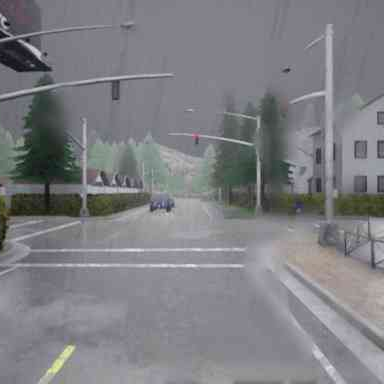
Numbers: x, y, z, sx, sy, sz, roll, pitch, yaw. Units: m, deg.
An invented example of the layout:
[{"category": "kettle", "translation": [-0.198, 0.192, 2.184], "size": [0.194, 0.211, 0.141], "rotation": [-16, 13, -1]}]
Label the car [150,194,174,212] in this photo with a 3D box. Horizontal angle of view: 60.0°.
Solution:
[{"category": "car", "translation": [-3.590, 1.216, 38.954], "size": [2.150, 2.045, 5.566], "rotation": [0, 0, 0]}]
